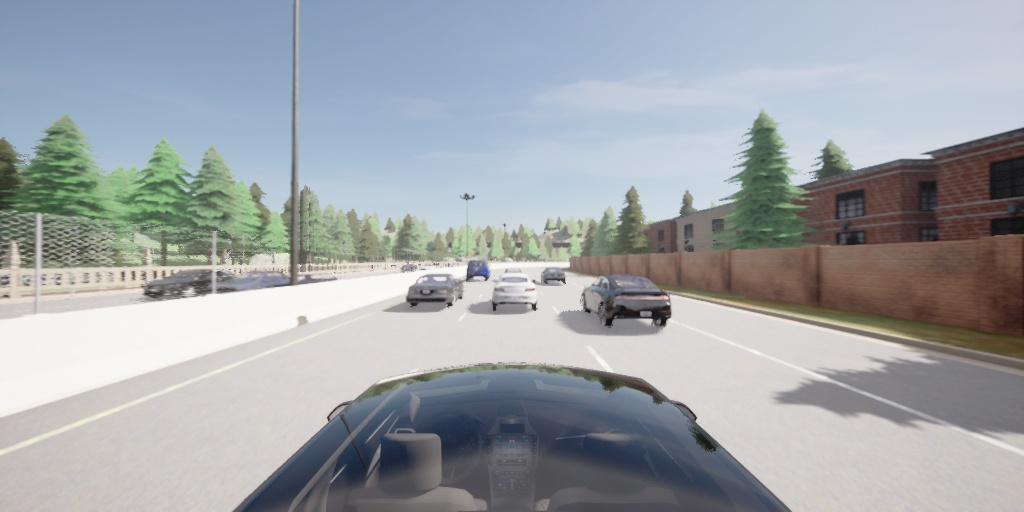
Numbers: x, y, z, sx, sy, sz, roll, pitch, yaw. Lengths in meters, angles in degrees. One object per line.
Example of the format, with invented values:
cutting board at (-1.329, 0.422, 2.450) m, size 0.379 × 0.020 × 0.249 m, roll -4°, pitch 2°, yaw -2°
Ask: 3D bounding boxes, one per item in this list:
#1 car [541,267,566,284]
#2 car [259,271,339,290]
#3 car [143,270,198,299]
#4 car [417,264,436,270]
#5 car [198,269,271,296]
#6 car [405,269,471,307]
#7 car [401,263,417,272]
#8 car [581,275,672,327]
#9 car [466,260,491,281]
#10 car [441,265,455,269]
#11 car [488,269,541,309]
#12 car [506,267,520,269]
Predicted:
car at (3.624, 1.690, 31.996) m, size 2.033 × 1.411 × 5.357 m, roll 0°, pitch -1°, yaw 0°
car at (-10.588, 1.571, 18.846) m, size 1.895 × 1.301 × 4.718 m, roll 0°, pitch -1°, yaw 0°
car at (-17.586, 1.489, 20.045) m, size 1.837 × 1.490 × 4.892 m, roll 0°, pitch -1°, yaw 0°
car at (-13.995, 2.027, 59.953) m, size 1.812 × 1.442 × 4.674 m, roll 0°, pitch -1°, yaw 1°
car at (-14.087, 1.532, 20.045) m, size 2.033 × 1.411 × 5.357 m, roll 0°, pitch -1°, yaw 0°
car at (-3.389, 1.491, 16.683) m, size 2.033 × 1.411 × 5.357 m, roll 0°, pitch -1°, yaw 0°
car at (-17.478, 2.011, 61.190) m, size 2.128 × 1.511 × 4.902 m, roll 0°, pitch -1°, yaw 0°
car at (3.601, 1.376, 12.051) m, size 2.128 × 1.511 × 4.902 m, roll 0°, pitch -1°, yaw 0°
car at (-3.372, 1.420, 36.486) m, size 2.150 × 2.045 × 5.566 m, roll 0°, pitch -1°, yaw 0°
car at (-10.501, 2.095, 59.373) m, size 1.895 × 1.301 × 4.718 m, roll 0°, pitch -1°, yaw 1°
car at (0.100, 1.458, 15.803) m, size 1.812 × 1.442 × 4.674 m, roll 0°, pitch -1°, yaw 0°
car at (0.127, 1.792, 35.851) m, size 1.895 × 1.301 × 4.718 m, roll 0°, pitch -1°, yaw 0°
